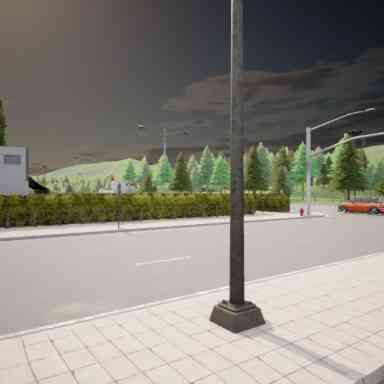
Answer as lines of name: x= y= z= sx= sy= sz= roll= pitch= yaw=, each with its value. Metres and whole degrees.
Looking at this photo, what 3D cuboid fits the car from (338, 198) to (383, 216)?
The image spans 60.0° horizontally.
car: x=17.101 y=1.352 z=33.411 sx=2.097 sy=1.767 sz=4.553 roll=0 pitch=0 yaw=-37
